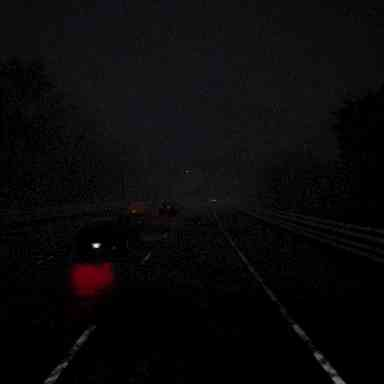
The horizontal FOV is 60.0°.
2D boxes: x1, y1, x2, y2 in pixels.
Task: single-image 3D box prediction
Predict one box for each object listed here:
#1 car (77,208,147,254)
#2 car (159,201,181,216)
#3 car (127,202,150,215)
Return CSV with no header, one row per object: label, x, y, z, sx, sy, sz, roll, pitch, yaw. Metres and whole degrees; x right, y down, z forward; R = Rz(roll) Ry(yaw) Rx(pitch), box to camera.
car,-3.360,1.670,14.261,1.837,1.490,4.892,0,-1,1
car,-2.503,1.806,38.813,2.097,1.767,4.553,0,-1,3
car,-6.049,1.921,37.806,1.882,1.535,5.008,0,-1,3
